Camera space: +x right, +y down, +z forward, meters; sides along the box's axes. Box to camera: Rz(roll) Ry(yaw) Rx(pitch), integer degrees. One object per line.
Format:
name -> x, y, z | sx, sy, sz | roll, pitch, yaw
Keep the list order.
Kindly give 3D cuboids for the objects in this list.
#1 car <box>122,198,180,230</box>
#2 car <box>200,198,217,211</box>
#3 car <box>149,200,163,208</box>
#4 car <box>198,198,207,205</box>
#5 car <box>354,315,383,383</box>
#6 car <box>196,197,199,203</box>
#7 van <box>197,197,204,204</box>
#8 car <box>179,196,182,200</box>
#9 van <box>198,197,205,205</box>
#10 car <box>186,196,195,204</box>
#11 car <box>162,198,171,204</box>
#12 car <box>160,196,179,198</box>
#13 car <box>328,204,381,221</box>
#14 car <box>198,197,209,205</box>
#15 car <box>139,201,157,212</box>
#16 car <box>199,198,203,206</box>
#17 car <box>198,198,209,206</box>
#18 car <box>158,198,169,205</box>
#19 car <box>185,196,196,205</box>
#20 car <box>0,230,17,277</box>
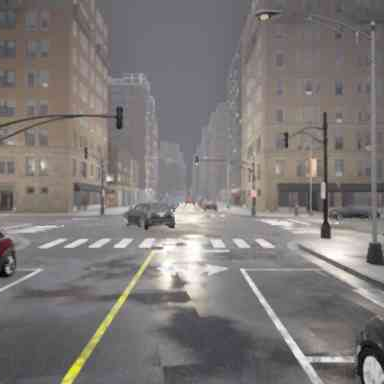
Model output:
car -> -2.994, 1.483, 22.266 | 2.097, 1.767, 4.553 | 0, -1, -32
car -> 2.536, 1.919, 45.995 | 1.887, 1.381, 4.507 | 0, -1, -1
car -> -6.094, 2.020, 56.933 | 1.887, 1.381, 4.507 | 0, -1, -1
car -> 2.273, 2.086, 73.529 | 1.967, 1.590, 4.097 | 0, -1, -1
car -> 2.675, 1.568, 2.070 | 2.008, 1.369, 4.403 | 0, 0, 0
car -> 2.379, 1.847, 62.518 | 2.192, 1.841, 5.009 | 0, -1, -1
van -> 2.168, 2.109, 84.544 | 1.690, 1.788, 3.998 | 0, -1, -1
car -> -3.298, 2.027, 62.909 | 2.128, 1.511, 4.902 | 0, -1, -1
van -> 2.221, 2.047, 79.038 | 1.690, 1.788, 3.998 | 0, -1, -1
car -> -0.493, 1.981, 83.447 | 2.150, 2.045, 5.566 | 0, -1, -1
car -> -6.358, 2.333, 84.470 | 1.947, 1.339, 4.313 | 0, -1, -1
car -> -3.203, 1.566, 42.672 | 2.150, 2.045, 5.566 | 0, -1, 0
car -> 14.708, 1.866, 30.459 | 4.674, 1.442, 1.812 | 0, -1, 1
car -> 2.429, 2.004, 57.179 | 1.752, 1.417, 4.829 | 0, -1, -1
car -> -5.989, 1.924, 45.918 | 2.008, 1.369, 4.403 | 0, -1, -1
car -> 2.484, 1.991, 51.502 | 1.947, 1.339, 4.313 | 0, -1, -1
car -> 2.325, 2.028, 68.024 | 1.967, 1.590, 4.097 | 0, -1, -1
car -> -6.252, 2.085, 73.457 | 1.967, 1.590, 4.097 | 0, -1, -1
car -> -0.391, 1.862, 72.729 | 2.150, 2.045, 5.566 | 0, -1, -1
car -> -5.851, 1.498, 7.558 | 1.967, 1.590, 4.097 | 0, 0, 0
